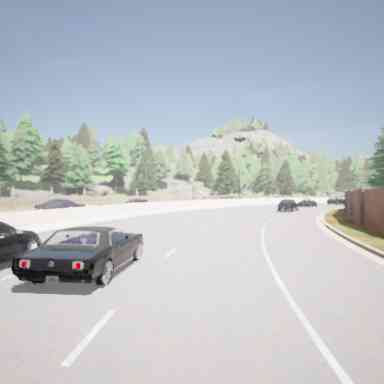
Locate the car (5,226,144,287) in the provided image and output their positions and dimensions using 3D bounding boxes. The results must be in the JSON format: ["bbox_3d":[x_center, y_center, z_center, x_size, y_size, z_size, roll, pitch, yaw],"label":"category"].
[{"bbox_3d":[-2.763,1.599,9.378,1.895,1.301,4.718,0,0,6],"label":"car"}]

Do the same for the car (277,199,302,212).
[{"bbox_3d":[11.866,1.629,40.970,1.837,1.490,4.892,0,0,29],"label":"car"}]

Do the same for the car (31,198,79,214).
[{"bbox_3d":[-14.624,1.449,35.815,1.882,1.535,5.008,0,0,20],"label":"car"}]

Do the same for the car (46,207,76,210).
[{"bbox_3d":[-12.421,1.525,31.585,2.033,1.411,5.357,0,0,18],"label":"car"}]

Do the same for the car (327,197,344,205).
[{"bbox_3d":[27.614,1.675,63.571,4.902,1.511,2.128,0,0,-41],"label":"car"}]

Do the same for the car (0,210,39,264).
[{"bbox_3d":[-6.222,1.484,9.437,1.837,1.490,4.892,0,0,6],"label":"car"}]

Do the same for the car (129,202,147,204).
[{"bbox_3d":[-6.439,1.523,37.672,1.837,1.490,4.892,0,0,22],"label":"car"}]

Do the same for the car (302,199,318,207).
[{"bbox_3d":[18.754,1.743,53.826,1.994,1.385,4.181,0,0,41],"label":"car"}]
